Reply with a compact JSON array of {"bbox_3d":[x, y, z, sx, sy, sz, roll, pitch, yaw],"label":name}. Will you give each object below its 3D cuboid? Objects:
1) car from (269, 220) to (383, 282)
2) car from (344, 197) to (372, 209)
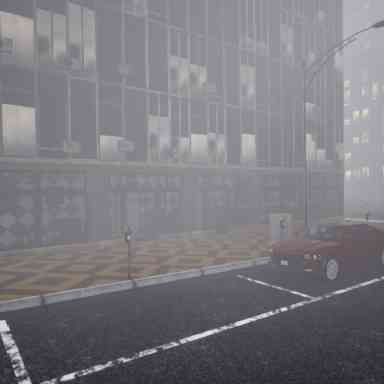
[{"bbox_3d":[4.154,1.542,9.716,4.507,1.381,1.887,0,-1,-36],"label":"car"},{"bbox_3d":[18.692,1.276,39.597,1.752,1.417,4.829,-1,1,-35],"label":"car"}]
